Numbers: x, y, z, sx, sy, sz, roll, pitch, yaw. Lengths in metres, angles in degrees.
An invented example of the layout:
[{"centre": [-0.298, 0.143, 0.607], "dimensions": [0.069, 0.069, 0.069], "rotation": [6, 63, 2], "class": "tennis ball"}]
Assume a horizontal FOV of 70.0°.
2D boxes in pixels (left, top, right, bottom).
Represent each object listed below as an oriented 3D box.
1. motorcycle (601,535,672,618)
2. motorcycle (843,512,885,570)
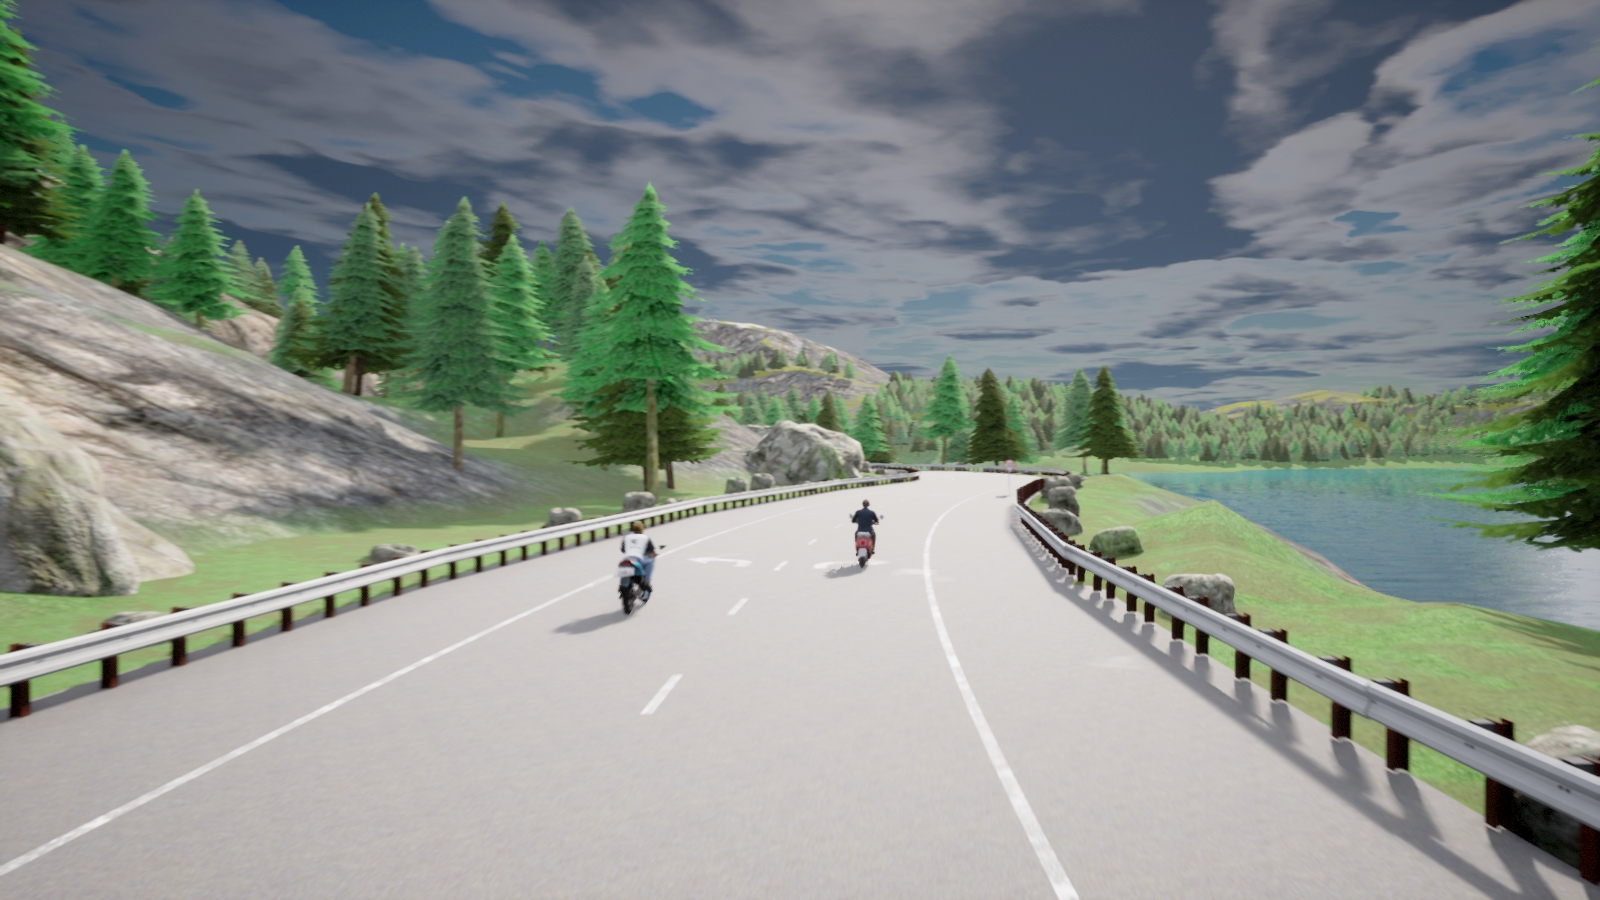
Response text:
[{"centre": [-2.833, 2.174, 19.980], "dimensions": [0.803, 1.217, 2.033], "rotation": [0, 0, 4], "class": "motorcycle"}, {"centre": [1.572, 2.183, 27.777], "dimensions": [0.856, 1.236, 1.805], "rotation": [1, 0, 7], "class": "motorcycle"}]
